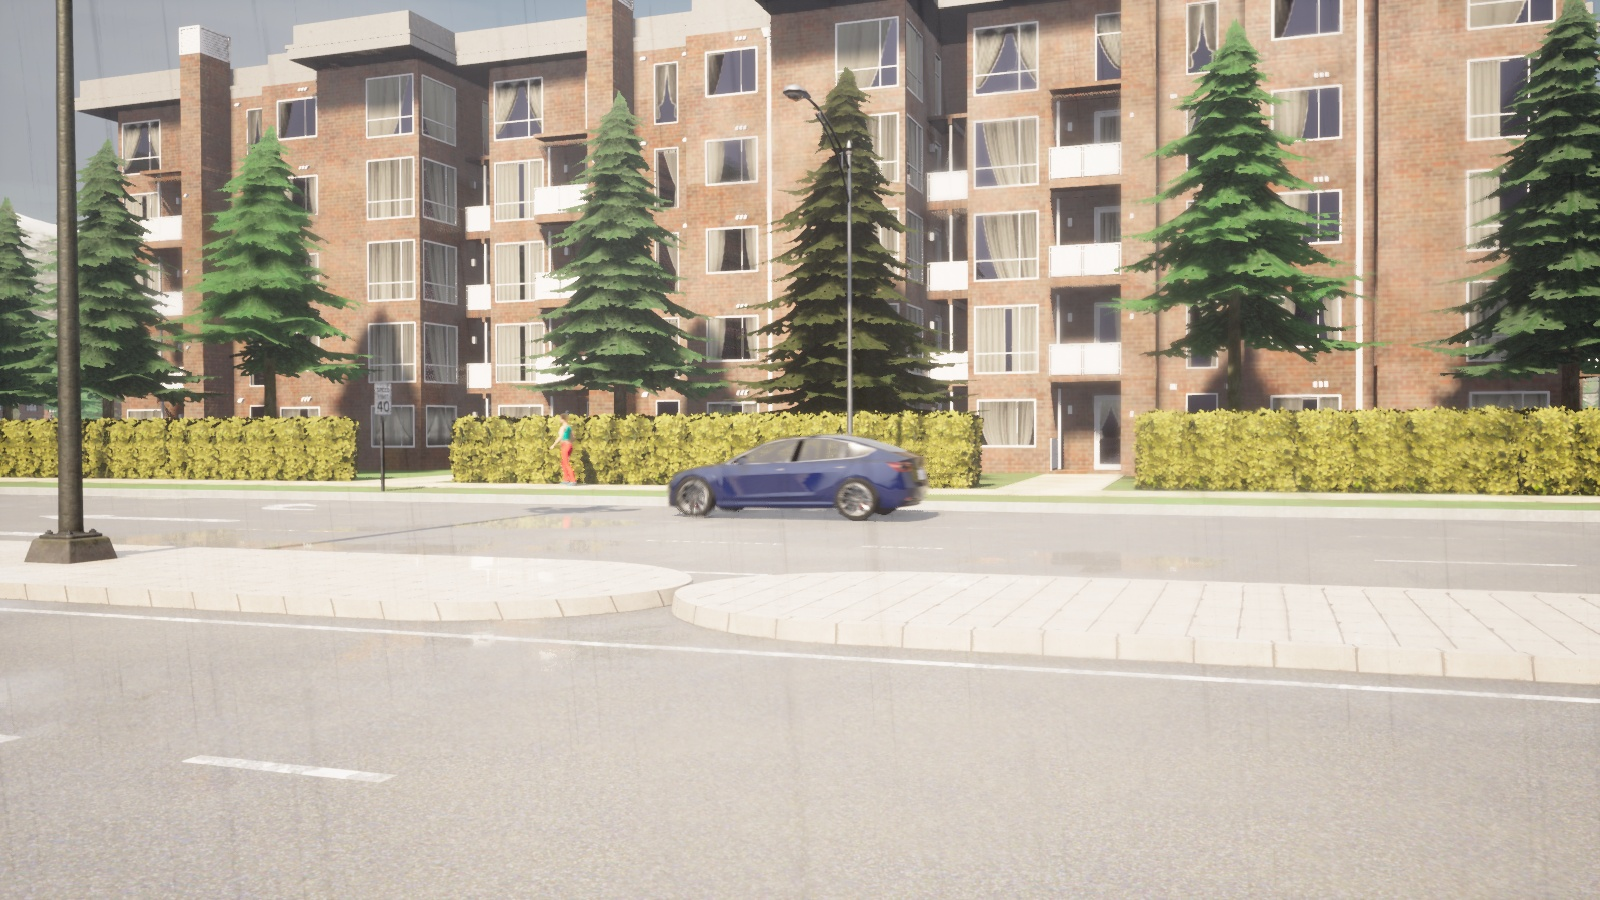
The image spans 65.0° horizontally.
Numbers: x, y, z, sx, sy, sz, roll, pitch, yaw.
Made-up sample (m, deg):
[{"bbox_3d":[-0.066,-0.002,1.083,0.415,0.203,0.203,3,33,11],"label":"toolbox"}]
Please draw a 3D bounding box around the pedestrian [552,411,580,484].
[{"bbox_3d":[-5.901,-0.064,31.672,0.594,1.836,0.345,1,1,19],"label":"pedestrian"}]

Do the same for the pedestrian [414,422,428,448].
[{"bbox_3d":[-26.837,-1.070,88.971,0.563,1.883,0.849,1,1,20],"label":"pedestrian"}]

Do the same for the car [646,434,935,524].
[{"bbox_3d":[-0.152,0.461,22.795,4.792,1.488,2.163,1,1,19],"label":"car"}]
